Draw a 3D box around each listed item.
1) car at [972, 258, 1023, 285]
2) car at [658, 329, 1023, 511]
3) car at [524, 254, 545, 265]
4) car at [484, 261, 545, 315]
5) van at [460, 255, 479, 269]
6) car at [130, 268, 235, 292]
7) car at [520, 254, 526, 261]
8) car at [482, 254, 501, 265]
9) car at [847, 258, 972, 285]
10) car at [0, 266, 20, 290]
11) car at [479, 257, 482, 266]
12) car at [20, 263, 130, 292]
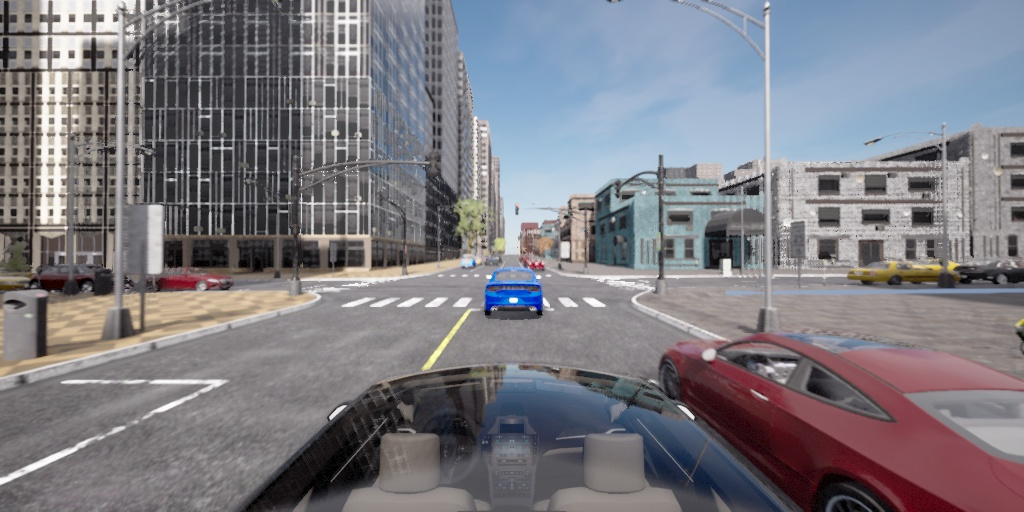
[{"bbox_3d":[26.052,0.822,18.933,4.403,1.370,2.007,0,0,1],"label":"car"},{"bbox_3d":[2.815,1.320,3.229,1.802,1.307,4.207,0,0,0],"label":"car"},{"bbox_3d":[2.690,0.858,41.190,1.967,1.591,4.097,0,0,0],"label":"car"},{"bbox_3d":[0.065,1.134,13.060,1.882,1.535,5.008,0,0,0],"label":"car"},{"bbox_3d":[-5.691,0.711,46.825,1.690,1.789,3.998,0,0,0],"label":"van"},{"bbox_3d":[-17.419,1.263,19.352,4.207,1.307,1.802,0,0,1],"label":"car"},{"bbox_3d":[2.690,0.636,52.538,2.192,1.841,5.009,0,0,0],"label":"car"},{"bbox_3d":[-3.071,0.867,54.617,1.994,1.385,4.181,0,1,0],"label":"car"},{"bbox_3d":[20.689,0.848,18.984,4.829,1.417,1.751,0,0,1],"label":"car"},{"bbox_3d":[-28.616,1.315,19.460,4.829,1.417,1.751,0,0,1],"label":"car"},{"bbox_3d":[-5.691,0.799,58.003,1.751,1.417,4.829,0,0,0],"label":"car"},{"bbox_3d":[-23.102,1.175,19.407,4.097,1.591,1.967,0,0,1],"label":"car"}]
